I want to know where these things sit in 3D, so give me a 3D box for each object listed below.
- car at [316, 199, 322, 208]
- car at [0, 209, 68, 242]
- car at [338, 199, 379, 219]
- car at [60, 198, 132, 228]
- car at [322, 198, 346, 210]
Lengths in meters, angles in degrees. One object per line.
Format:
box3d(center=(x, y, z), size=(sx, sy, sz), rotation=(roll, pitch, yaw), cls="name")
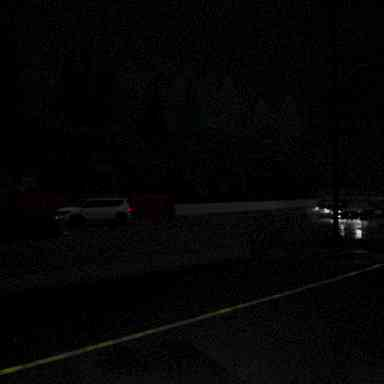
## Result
box3d(center=(21.661, 1.823, 53.695), size=(1.837, 1.490, 4.892), rotation=(0, 0, 39), cls="car")
box3d(center=(-8.709, 1.715, 14.931), size=(5.357, 1.411, 2.033), rotation=(0, -1, -35), cls="car")
box3d(center=(15.599, 1.695, 31.049), size=(1.812, 1.442, 4.674), rotation=(-1, -1, 45), cls="car")
box3d(center=(-7.230, 1.462, 24.818), size=(5.566, 2.045, 2.150), rotation=(0, -1, -38), cls="car")
box3d(center=(20.435, 1.622, 46.685), size=(2.097, 1.767, 4.553), rotation=(-1, -1, 40), cls="car")
